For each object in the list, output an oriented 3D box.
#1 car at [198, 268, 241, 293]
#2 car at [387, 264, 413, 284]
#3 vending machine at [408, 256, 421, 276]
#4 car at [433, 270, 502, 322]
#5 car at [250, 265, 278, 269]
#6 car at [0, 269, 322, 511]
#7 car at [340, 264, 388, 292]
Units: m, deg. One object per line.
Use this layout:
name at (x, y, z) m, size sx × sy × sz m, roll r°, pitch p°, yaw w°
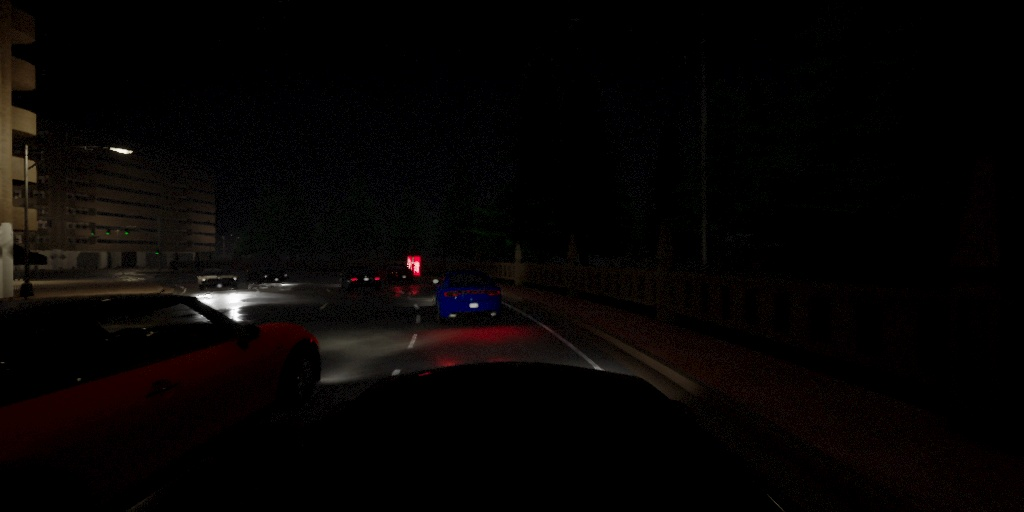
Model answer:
car at (-18.803, 1.477, 22.934) m, size 1.895 × 1.301 × 4.718 m, roll 0°, pitch 0°, yaw -42°
car at (-9.125, 1.321, 27.651) m, size 1.812 × 1.442 × 4.674 m, roll 0°, pitch 0°, yaw -37°
vending machine at (-9.274, 0.985, 34.131) m, size 1.100 × 2.100 × 0.880 m, roll 0°, pitch 0°, yaw -44°
car at (-1.664, 1.230, 12.449) m, size 1.882 × 1.535 × 5.008 m, roll 0°, pitch 0°, yaw -14°
car at (-19.901, 1.425, 28.959) m, size 5.357 × 1.411 × 2.033 m, roll 0°, pitch 0°, yaw 40°
car at (-3.759, 1.129, 3.338) m, size 2.097 × 1.767 × 4.553 m, roll -1°, pitch 0°, yaw -2°
car at (-9.393, 1.350, 22.118) m, size 2.033 × 1.411 × 5.357 m, roll 0°, pitch 0°, yaw -31°
